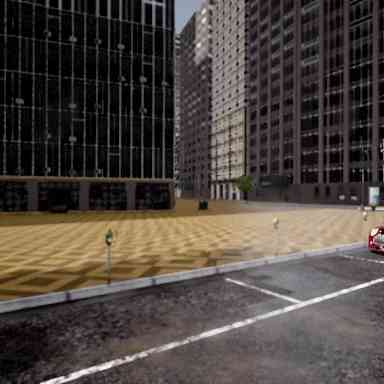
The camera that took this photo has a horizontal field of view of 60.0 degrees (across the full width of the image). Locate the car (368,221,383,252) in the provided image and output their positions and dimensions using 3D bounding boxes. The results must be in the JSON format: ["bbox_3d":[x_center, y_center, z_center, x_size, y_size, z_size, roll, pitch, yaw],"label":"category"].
[{"bbox_3d":[8.451,1.473,12.582,4.097,1.590,1.967,0,0,-35],"label":"car"}]
